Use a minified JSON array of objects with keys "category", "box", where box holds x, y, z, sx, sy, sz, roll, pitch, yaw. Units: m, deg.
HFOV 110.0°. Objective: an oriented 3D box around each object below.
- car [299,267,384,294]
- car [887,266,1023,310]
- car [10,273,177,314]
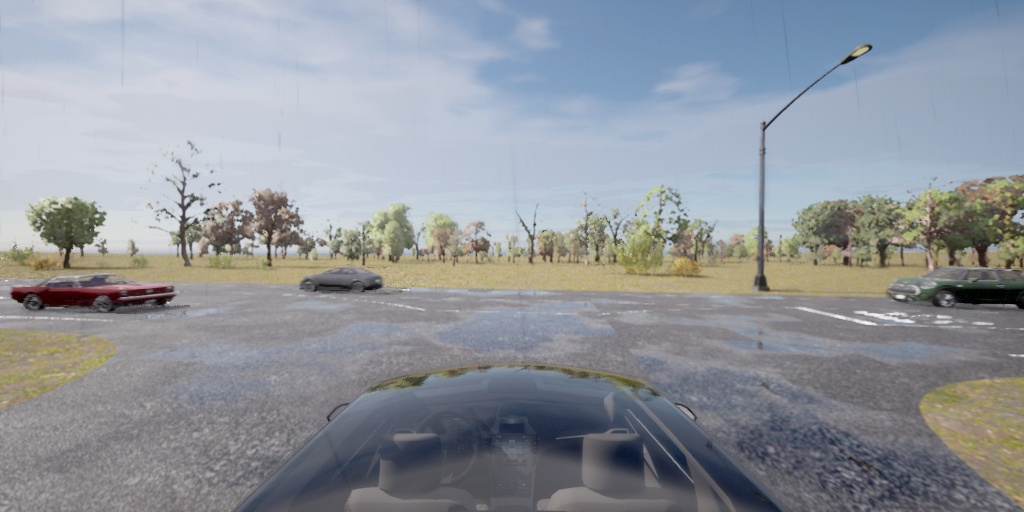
[{"category":"car","box":[-9.147,1.272,19.436,4.181,1.385,1.994,1,0,7]},{"category":"car","box":[19.598,1.277,15.721,4.553,1.767,2.097,1,1,7]},{"category":"car","box":[-15.182,1.301,13.156,4.718,1.301,1.895,1,0,7]}]
